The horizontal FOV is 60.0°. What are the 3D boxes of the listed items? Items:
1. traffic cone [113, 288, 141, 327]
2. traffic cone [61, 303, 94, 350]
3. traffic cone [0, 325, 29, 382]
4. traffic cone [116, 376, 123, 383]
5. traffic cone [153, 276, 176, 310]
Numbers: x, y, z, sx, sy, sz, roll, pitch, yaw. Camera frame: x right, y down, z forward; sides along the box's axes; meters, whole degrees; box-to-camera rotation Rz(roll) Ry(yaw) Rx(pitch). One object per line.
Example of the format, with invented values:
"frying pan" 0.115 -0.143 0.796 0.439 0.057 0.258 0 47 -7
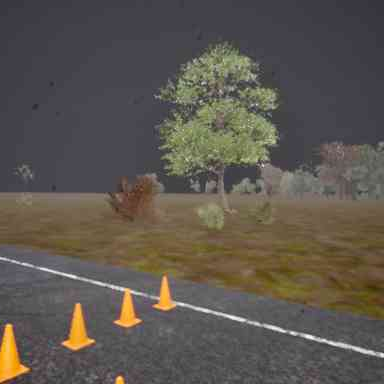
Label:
"traffic cone" -1.123 1.966 5.778 0.340 0.580 0.340 0 0 35
"traffic cone" -1.703 1.960 4.964 0.340 0.580 0.340 0 0 35
"traffic cone" -2.283 1.955 4.149 0.340 0.580 0.340 0 0 35
"traffic cone" -0.654 1.962 2.989 0.340 0.580 0.340 0 0 35
"traffic cone" -0.543 1.971 6.593 0.340 0.580 0.340 0 0 35
